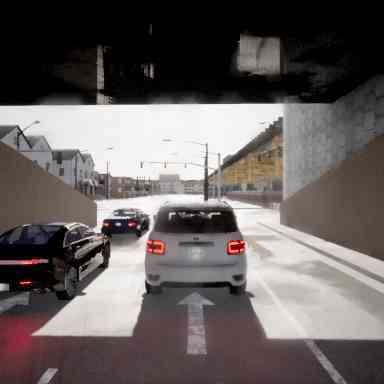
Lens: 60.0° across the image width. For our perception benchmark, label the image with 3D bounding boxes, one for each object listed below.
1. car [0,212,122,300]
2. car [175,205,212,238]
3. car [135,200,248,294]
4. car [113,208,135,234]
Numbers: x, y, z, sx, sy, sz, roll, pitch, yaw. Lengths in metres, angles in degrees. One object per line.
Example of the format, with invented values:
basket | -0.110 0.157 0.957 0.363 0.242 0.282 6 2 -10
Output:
car | -3.420 1.491 8.382 2.128 1.511 4.902 0 0 0
car | 0.063 1.526 18.469 1.812 1.442 4.674 0 0 0
car | 0.085 1.221 8.905 2.150 2.045 5.566 0 0 0
car | -3.417 1.547 17.931 2.033 1.411 5.357 0 0 0
